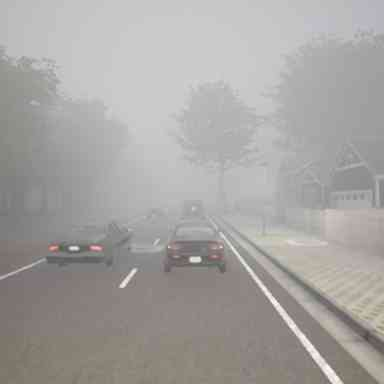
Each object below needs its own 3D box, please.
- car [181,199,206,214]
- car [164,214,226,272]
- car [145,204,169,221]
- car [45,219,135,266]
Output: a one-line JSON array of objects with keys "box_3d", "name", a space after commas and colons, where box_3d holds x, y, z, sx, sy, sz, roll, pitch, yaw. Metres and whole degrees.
[{"box_3d": [0.109, 1.641, 31.323, 2.150, 2.045, 5.566, 0, -1, 0], "name": "car"}, {"box_3d": [0.092, 1.676, 11.232, 1.812, 1.442, 4.674, 0, -1, 0], "name": "car"}, {"box_3d": [-3.392, 1.941, 32.493, 1.837, 1.490, 4.892, 0, -1, 0], "name": "car"}, {"box_3d": [-3.401, 1.709, 12.113, 2.033, 1.411, 5.357, 0, -1, 0], "name": "car"}]
